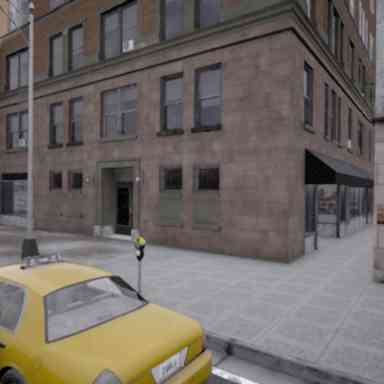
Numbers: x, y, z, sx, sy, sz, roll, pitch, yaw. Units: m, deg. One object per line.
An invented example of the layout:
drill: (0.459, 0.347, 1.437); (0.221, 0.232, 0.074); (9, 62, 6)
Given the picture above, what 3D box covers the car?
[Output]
car: (-2.077, 1.470, 4.282); (4.829, 1.417, 1.752); (1, 1, 35)
